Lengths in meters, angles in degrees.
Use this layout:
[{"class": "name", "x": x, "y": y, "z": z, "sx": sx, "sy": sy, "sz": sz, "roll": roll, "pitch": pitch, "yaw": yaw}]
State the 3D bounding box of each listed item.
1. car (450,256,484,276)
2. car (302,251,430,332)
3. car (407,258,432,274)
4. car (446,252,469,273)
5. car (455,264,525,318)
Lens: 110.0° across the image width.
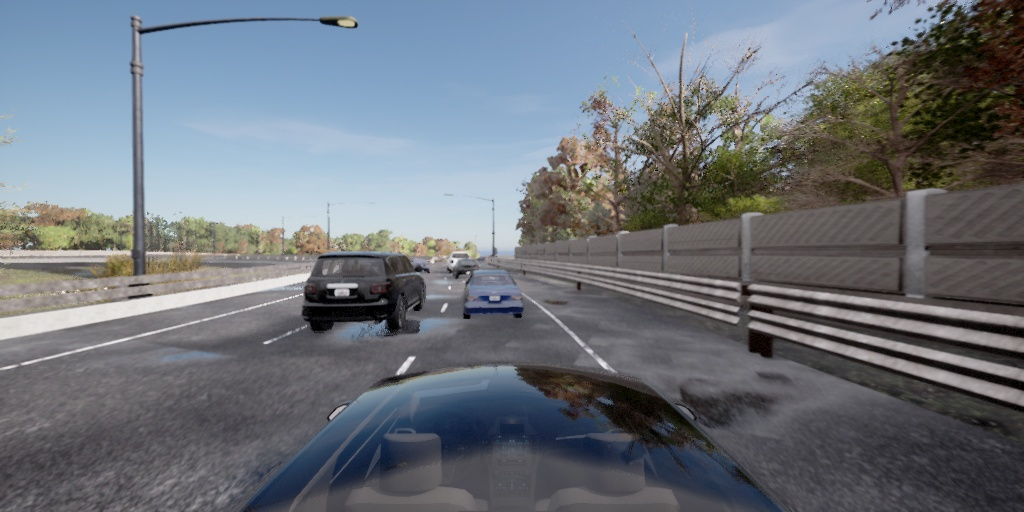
[{"class": "car", "x": -3.690, "y": 0.966, "z": 28.672, "sx": 1.837, "sy": 1.490, "sz": 4.892, "roll": 0, "pitch": 1, "yaw": -13}, {"class": "car", "x": -4.033, "y": 0.883, "z": 10.698, "sx": 2.150, "sy": 2.045, "sz": 5.566, "roll": 0, "pitch": 1, "yaw": -5}, {"class": "car", "x": -9.371, "y": 0.944, "z": 35.900, "sx": 2.033, "sy": 1.411, "sz": 5.357, "roll": 0, "pitch": 1, "yaw": -19}, {"class": "car", "x": -5.292, "y": 0.611, "z": 35.773, "sx": 2.150, "sy": 2.045, "sz": 5.566, "roll": 0, "pitch": 1, "yaw": -12}, {"class": "car", "x": -0.737, "y": 1.182, "z": 12.374, "sx": 2.033, "sy": 1.411, "sz": 5.357, "roll": 0, "pitch": 1, "yaw": -6}]
